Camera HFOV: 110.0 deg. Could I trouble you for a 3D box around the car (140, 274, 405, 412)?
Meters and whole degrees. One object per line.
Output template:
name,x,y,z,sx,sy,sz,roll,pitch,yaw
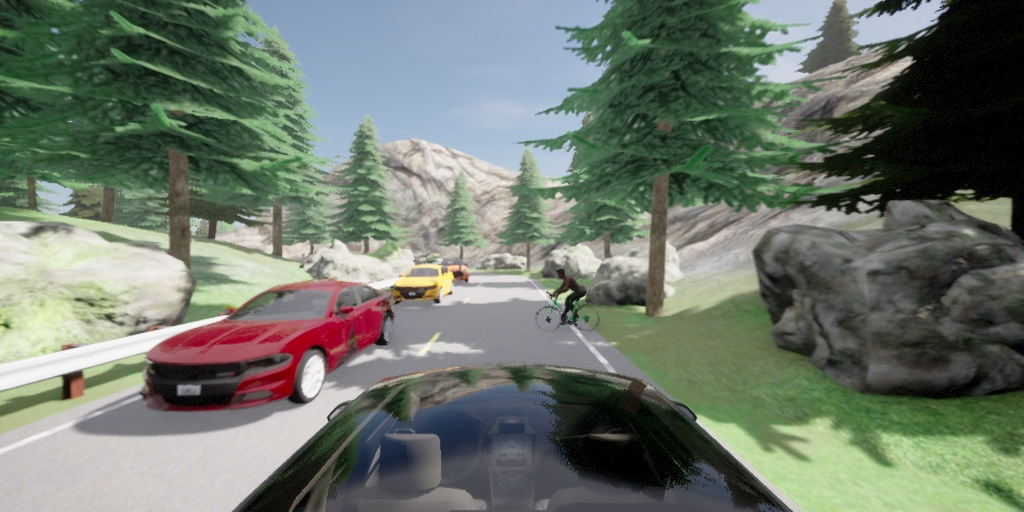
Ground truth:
car,-3.656,1.211,6.506,1.882,1.535,5.008,0,0,-1

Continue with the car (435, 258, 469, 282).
car,-4.326,0.937,26.108,2.097,1.767,4.553,0,0,-12

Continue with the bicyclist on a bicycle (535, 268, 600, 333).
bicyclist on a bicycle,1.399,1.131,9.061,1.656,1.620,0.582,-1,0,-1

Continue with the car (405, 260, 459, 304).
car,-3.799,1.138,16.029,1.882,1.535,5.008,0,0,-1
